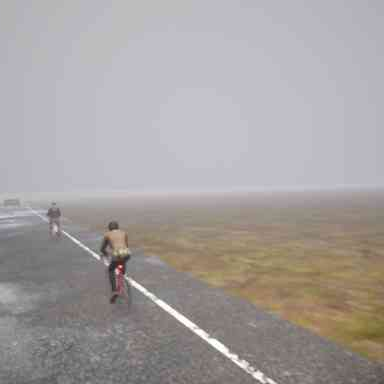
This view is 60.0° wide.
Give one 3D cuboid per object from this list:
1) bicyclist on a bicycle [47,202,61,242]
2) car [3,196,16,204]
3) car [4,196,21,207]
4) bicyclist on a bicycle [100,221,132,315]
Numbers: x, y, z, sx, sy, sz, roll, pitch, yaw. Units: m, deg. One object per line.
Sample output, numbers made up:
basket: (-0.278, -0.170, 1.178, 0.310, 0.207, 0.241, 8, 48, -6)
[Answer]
bicyclist on a bicycle: (-6.241, 1.315, 15.050, 0.659, 1.776, 1.843, -1, 1, -29)
car: (-35.619, 1.505, 64.903, 2.128, 1.511, 4.902, -1, 1, -30)
car: (-26.728, 1.436, 49.672, 1.882, 1.535, 5.008, -1, 1, -30)
bicyclist on a bicycle: (-1.465, 1.406, 6.417, 0.582, 1.620, 1.656, -1, 0, -29)
